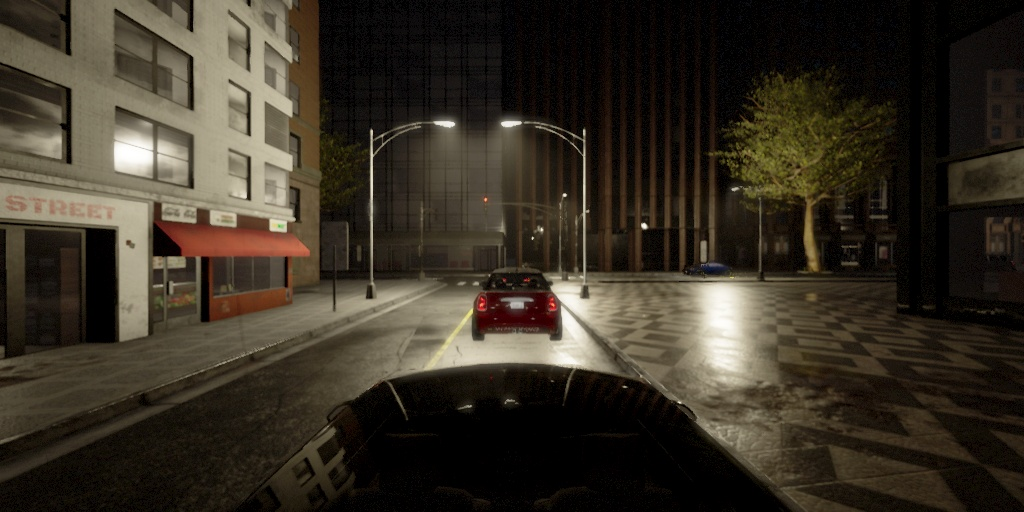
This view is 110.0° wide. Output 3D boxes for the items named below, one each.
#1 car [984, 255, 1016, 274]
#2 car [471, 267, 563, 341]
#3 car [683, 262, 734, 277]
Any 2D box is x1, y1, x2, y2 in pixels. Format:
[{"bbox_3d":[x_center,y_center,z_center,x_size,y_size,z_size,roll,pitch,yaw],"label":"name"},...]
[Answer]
[{"bbox_3d":[43.431,0.884,33.657,5.566,2.045,2.150,0,0,1],"label":"car"},{"bbox_3d":[0.124,1.111,10.038,2.097,1.767,4.553,0,0,0],"label":"car"},{"bbox_3d":[18.481,1.274,33.867,4.181,1.385,1.994,0,0,0],"label":"car"}]
